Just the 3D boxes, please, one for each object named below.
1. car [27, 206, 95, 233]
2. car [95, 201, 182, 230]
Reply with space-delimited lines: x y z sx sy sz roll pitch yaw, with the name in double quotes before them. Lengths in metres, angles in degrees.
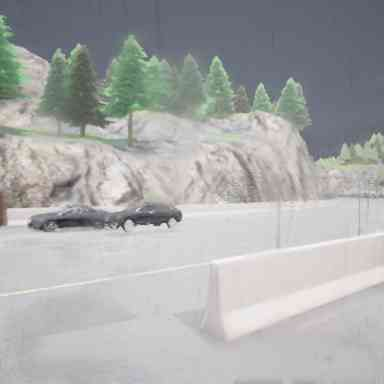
"car" -7.338 1.596 20.356 4.902 1.511 2.128 1 -1 -37
"car" -2.773 1.337 19.408 4.892 1.490 1.837 1 -1 -39
